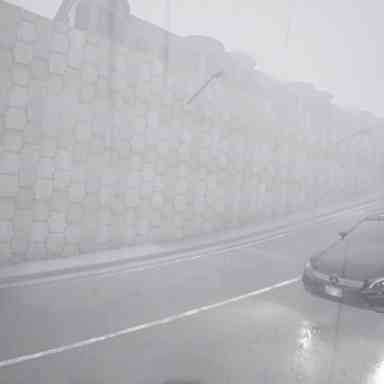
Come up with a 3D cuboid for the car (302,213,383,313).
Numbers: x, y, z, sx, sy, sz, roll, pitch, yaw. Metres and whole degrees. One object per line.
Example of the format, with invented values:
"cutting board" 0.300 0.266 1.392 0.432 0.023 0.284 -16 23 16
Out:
"car" 4.275 1.193 6.870 4.674 1.442 1.812 -6 4 -34
